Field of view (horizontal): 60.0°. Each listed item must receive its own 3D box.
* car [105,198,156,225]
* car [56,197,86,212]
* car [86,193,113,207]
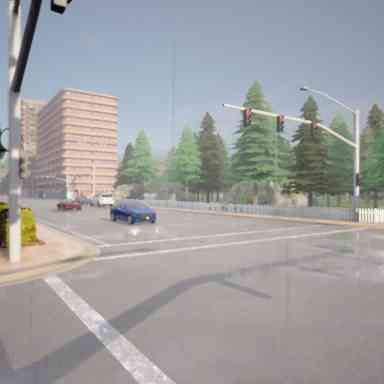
[{"bbox_3d":[-4.385,1.472,24.301,1.882,1.535,5.008,0,0,-35],"label":"car"},{"bbox_3d":[-14.217,1.594,38.483,1.895,1.301,4.718,0,0,-35],"label":"car"},{"bbox_3d":[-13.626,1.211,50.145,2.150,2.045,5.566,0,0,-34],"label":"car"}]
